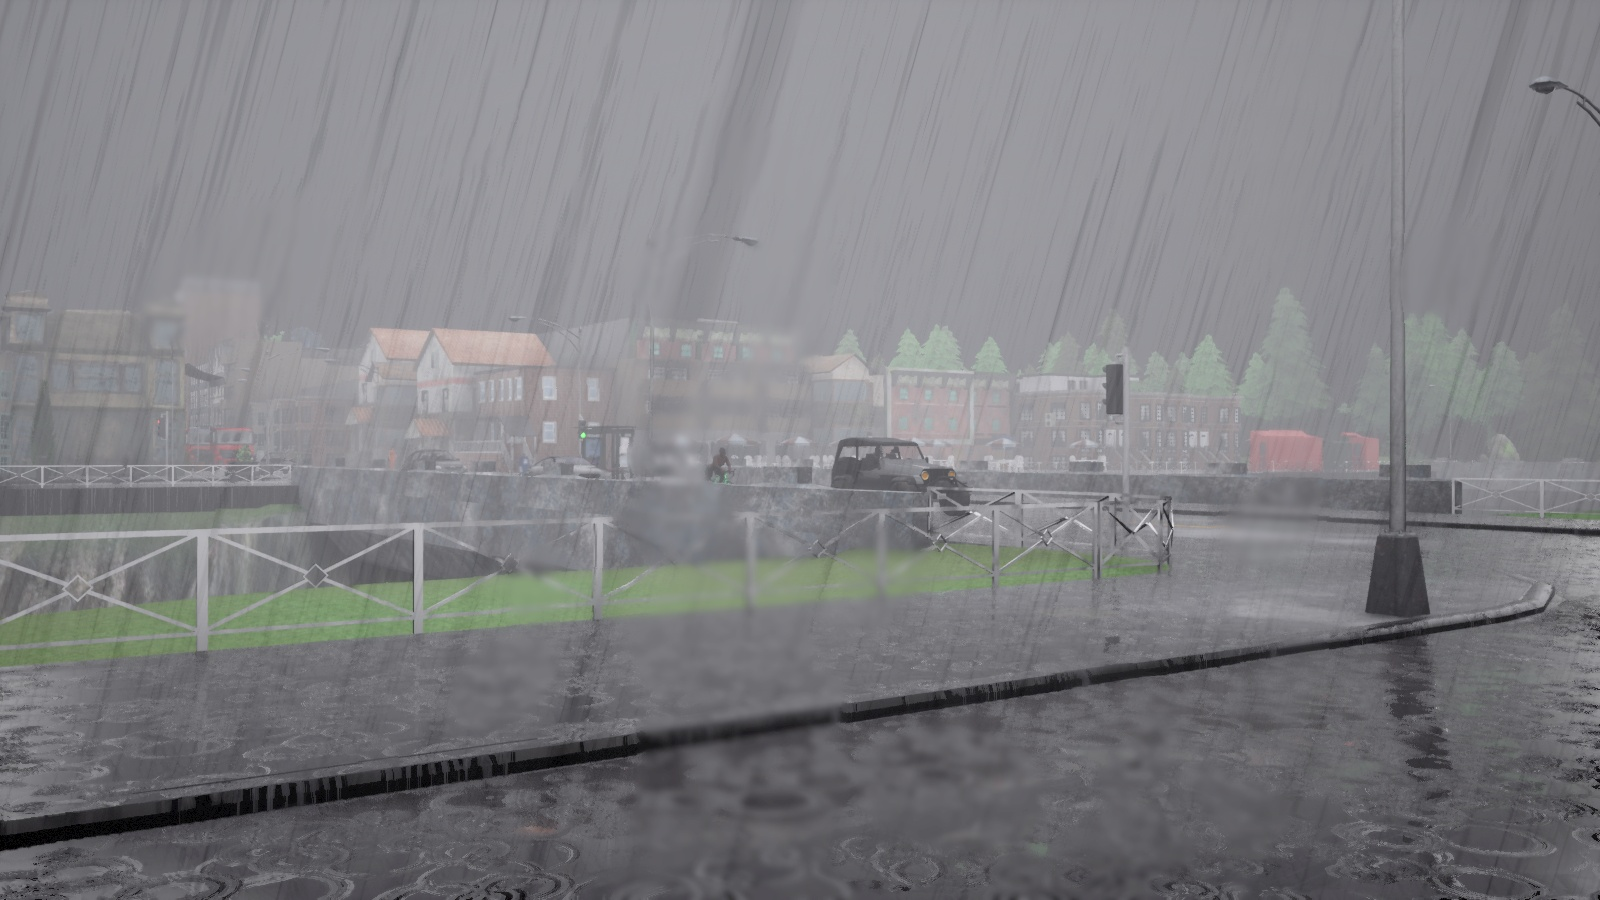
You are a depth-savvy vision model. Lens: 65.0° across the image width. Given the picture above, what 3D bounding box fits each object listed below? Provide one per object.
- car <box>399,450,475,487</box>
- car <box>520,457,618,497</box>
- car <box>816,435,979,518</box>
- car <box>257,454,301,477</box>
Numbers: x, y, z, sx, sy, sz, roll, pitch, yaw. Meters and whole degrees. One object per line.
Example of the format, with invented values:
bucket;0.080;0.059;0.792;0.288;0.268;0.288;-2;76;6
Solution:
car;-16.698;0.819;57.644;1.851;1.617;3.988;0;0;-41
car;-8.502;0.939;45.936;1.994;1.385;4.181;0;0;-35
car;2.291;0.610;30.450;1.905;1.878;3.866;0;0;-35
car;-34.641;1.036;83.433;1.816;1.474;4.193;0;0;-35
